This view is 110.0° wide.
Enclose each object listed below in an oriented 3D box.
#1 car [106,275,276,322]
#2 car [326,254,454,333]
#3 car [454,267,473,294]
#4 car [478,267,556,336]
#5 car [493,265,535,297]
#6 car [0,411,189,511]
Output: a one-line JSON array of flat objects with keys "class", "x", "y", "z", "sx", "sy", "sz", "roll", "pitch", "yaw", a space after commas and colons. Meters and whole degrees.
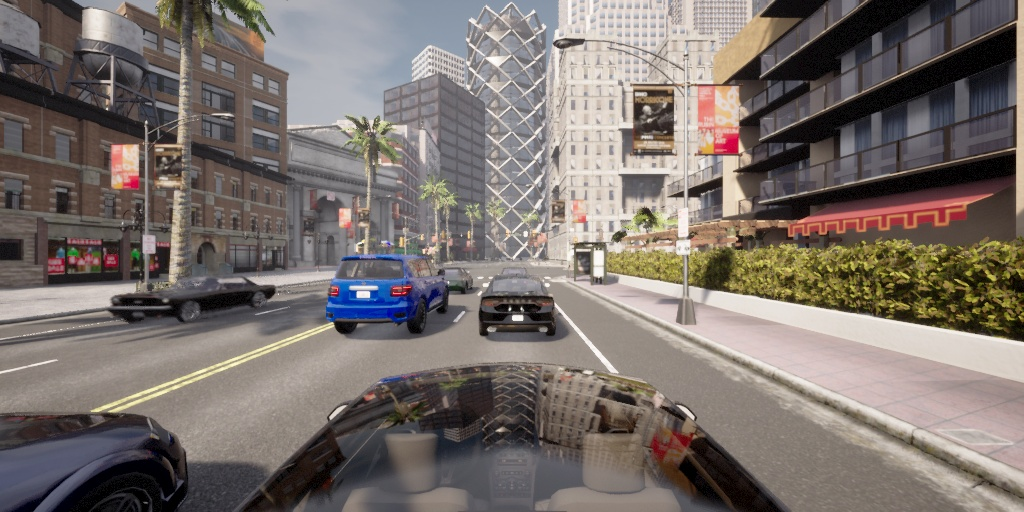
[{"class": "car", "x": -10.539, "y": 1.351, "z": 12.330, "sx": 1.895, "sy": 1.301, "sz": 4.718, "roll": 0, "pitch": 0, "yaw": 1}, {"class": "car", "x": -3.379, "y": 0.971, "z": 10.855, "sx": 2.150, "sy": 2.045, "sz": 5.566, "roll": 0, "pitch": 0, "yaw": 0}, {"class": "car", "x": -3.355, "y": 1.314, "z": 20.214, "sx": 1.994, "sy": 1.385, "sz": 4.181, "roll": 0, "pitch": 0, "yaw": 0}, {"class": "car", "x": 0.128, "y": 1.228, "z": 10.451, "sx": 1.882, "sy": 1.535, "sz": 5.008, "roll": 0, "pitch": 0, "yaw": 0}, {"class": "car", "x": 0.139, "y": 1.297, "z": 20.041, "sx": 2.033, "sy": 1.411, "sz": 5.357, "roll": 0, "pitch": 0, "yaw": 0}, {"class": "car", "x": -3.341, "y": 1.314, "z": 0.846, "sx": 1.994, "sy": 1.385, "sz": 4.181, "roll": 0, "pitch": 0, "yaw": 0}]
